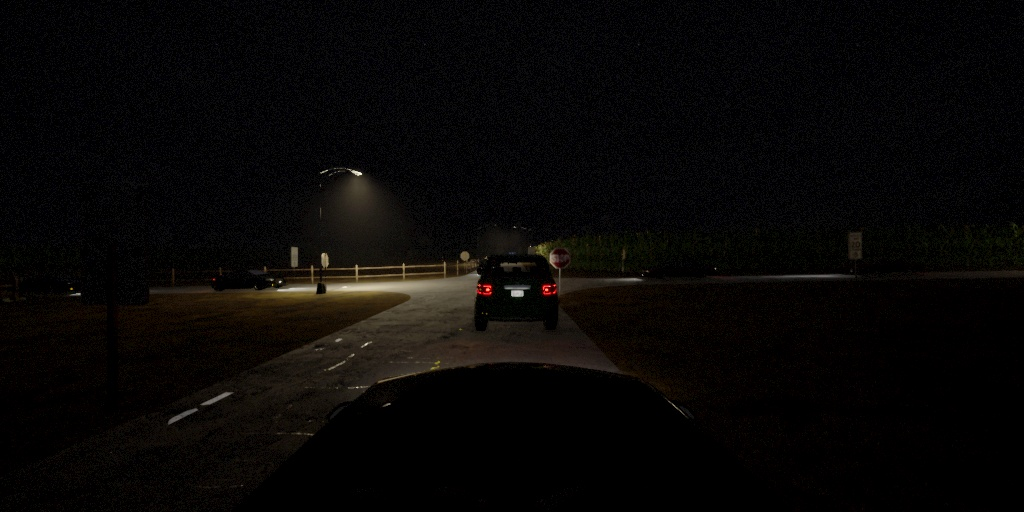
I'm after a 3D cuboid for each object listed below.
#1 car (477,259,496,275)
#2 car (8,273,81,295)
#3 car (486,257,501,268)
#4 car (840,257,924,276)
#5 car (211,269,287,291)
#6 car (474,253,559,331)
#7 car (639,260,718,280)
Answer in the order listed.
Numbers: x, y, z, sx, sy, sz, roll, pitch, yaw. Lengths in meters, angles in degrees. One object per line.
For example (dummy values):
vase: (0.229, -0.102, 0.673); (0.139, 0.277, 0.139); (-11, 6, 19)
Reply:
car: (-2.754, 1.131, 39.704); (1.837, 1.490, 4.892); (0, 1, -2)
car: (-30.676, 1.852, 24.059); (4.181, 1.385, 1.994); (-1, 0, 0)
car: (-2.774, 1.001, 55.039); (2.128, 1.511, 4.902); (0, 0, 0)
car: (27.969, 0.771, 27.227); (4.718, 1.301, 1.895); (-1, 0, 0)
car: (-17.591, 1.600, 24.111); (4.181, 1.385, 1.994); (-1, 0, 0)
car: (0.073, 0.971, 11.082); (2.150, 2.045, 5.566); (0, 0, -1)
car: (12.574, 1.006, 27.205); (5.357, 1.411, 2.033); (-1, 0, 1)
